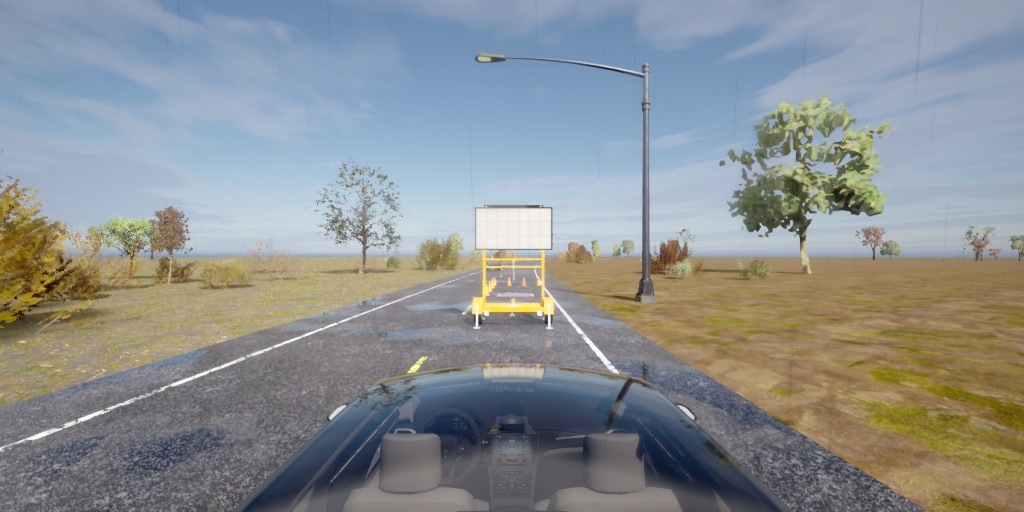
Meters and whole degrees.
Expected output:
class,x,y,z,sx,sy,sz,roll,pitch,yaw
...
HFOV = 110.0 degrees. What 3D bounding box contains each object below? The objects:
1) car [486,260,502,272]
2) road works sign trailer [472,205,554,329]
class,x,y,z,sx,sy,sz,roll,pitch,yaw
car,-2.303,1.269,44.828,1.812,1.442,4.674,0,0,3
road works sign trailer,0.054,0.214,11.252,2.380,3.560,2.880,0,0,1
